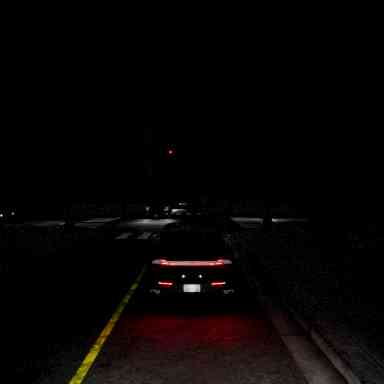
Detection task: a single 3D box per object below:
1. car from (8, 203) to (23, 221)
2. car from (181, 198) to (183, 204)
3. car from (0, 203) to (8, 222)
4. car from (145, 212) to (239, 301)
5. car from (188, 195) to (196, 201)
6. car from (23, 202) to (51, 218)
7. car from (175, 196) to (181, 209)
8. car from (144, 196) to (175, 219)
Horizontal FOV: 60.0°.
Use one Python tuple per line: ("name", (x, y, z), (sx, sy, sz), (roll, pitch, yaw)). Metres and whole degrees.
("car", (-15.688, 1.209, 24.011), (5.566, 2.045, 2.150), (0, 0, 0))
("car", (-2.804, 1.470, 64.851), (1.812, 1.442, 4.674), (0, 0, 0))
("car", (-14.773, 1.540, 21.470), (4.313, 1.339, 1.947), (0, 0, 0))
("car", (0.000, 1.492, 8.323), (2.128, 1.511, 4.902), (0, 0, 0))
("car", (-0.012, 1.451, 81.346), (1.812, 1.442, 4.674), (0, 0, 0))
("car", (-14.768, 1.580, 29.496), (4.313, 1.339, 1.947), (0, 0, 0))
("car", (-2.856, 1.535, 44.291), (1.994, 1.385, 4.181), (0, 0, 0))
("car", (-2.855, 1.342, 28.877), (2.097, 1.767, 4.553), (0, 0, 0))
